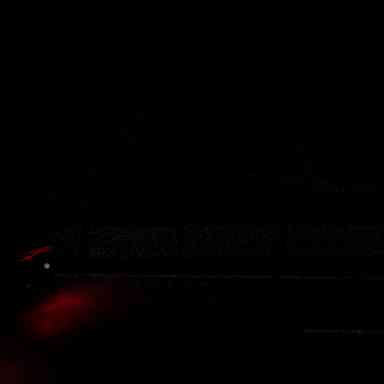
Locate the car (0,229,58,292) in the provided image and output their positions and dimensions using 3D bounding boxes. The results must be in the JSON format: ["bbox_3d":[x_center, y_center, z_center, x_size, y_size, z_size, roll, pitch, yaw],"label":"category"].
[{"bbox_3d":[-5.765,1.545,7.722,5.008,1.535,1.882,0,0,3],"label":"car"}]
